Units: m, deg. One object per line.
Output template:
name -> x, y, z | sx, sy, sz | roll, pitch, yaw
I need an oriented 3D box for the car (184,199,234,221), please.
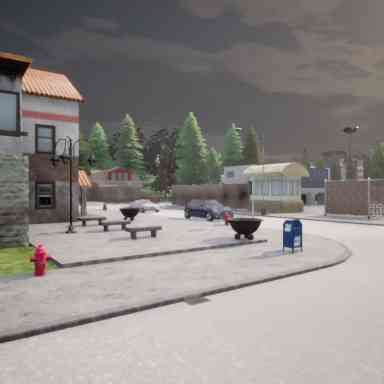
car -> 1.309, 1.352, 27.020 | 2.097, 1.767, 4.553 | 0, 0, -35

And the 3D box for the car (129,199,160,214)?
car -> -5.265, 1.527, 36.295 | 1.812, 1.442, 4.674 | 0, 1, -35
